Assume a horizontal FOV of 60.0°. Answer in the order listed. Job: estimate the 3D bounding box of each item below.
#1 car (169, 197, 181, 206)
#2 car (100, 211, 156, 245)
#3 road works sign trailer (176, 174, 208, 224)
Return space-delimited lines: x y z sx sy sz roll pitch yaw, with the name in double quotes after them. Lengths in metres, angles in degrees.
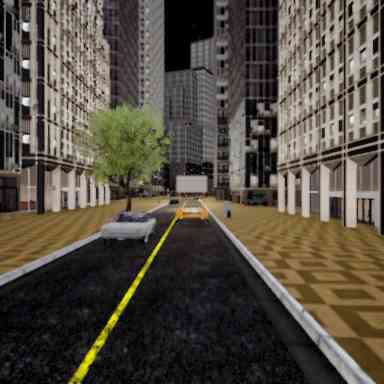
-2.816 1.573 56.478 1.994 1.385 4.181 0 0 0 "car"
-2.853 1.594 15.711 1.895 1.301 4.718 0 0 0 "car"
-0.003 0.454 24.737 2.380 3.560 2.880 0 0 0 "road works sign trailer"
